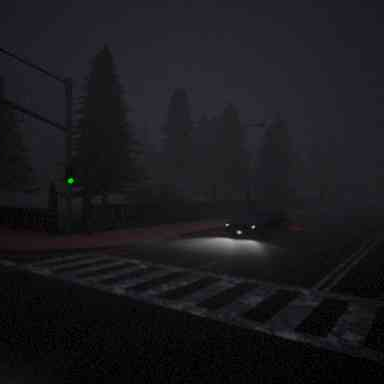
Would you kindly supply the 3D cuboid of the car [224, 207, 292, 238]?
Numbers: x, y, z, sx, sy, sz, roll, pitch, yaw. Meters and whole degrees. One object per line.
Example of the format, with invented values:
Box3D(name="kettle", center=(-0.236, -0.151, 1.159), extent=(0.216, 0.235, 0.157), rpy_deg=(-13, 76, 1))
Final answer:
Box3D(name="car", center=(3.791, 1.546, 18.118), extent=(2.033, 1.411, 5.357), rpy_deg=(0, 0, 35))
